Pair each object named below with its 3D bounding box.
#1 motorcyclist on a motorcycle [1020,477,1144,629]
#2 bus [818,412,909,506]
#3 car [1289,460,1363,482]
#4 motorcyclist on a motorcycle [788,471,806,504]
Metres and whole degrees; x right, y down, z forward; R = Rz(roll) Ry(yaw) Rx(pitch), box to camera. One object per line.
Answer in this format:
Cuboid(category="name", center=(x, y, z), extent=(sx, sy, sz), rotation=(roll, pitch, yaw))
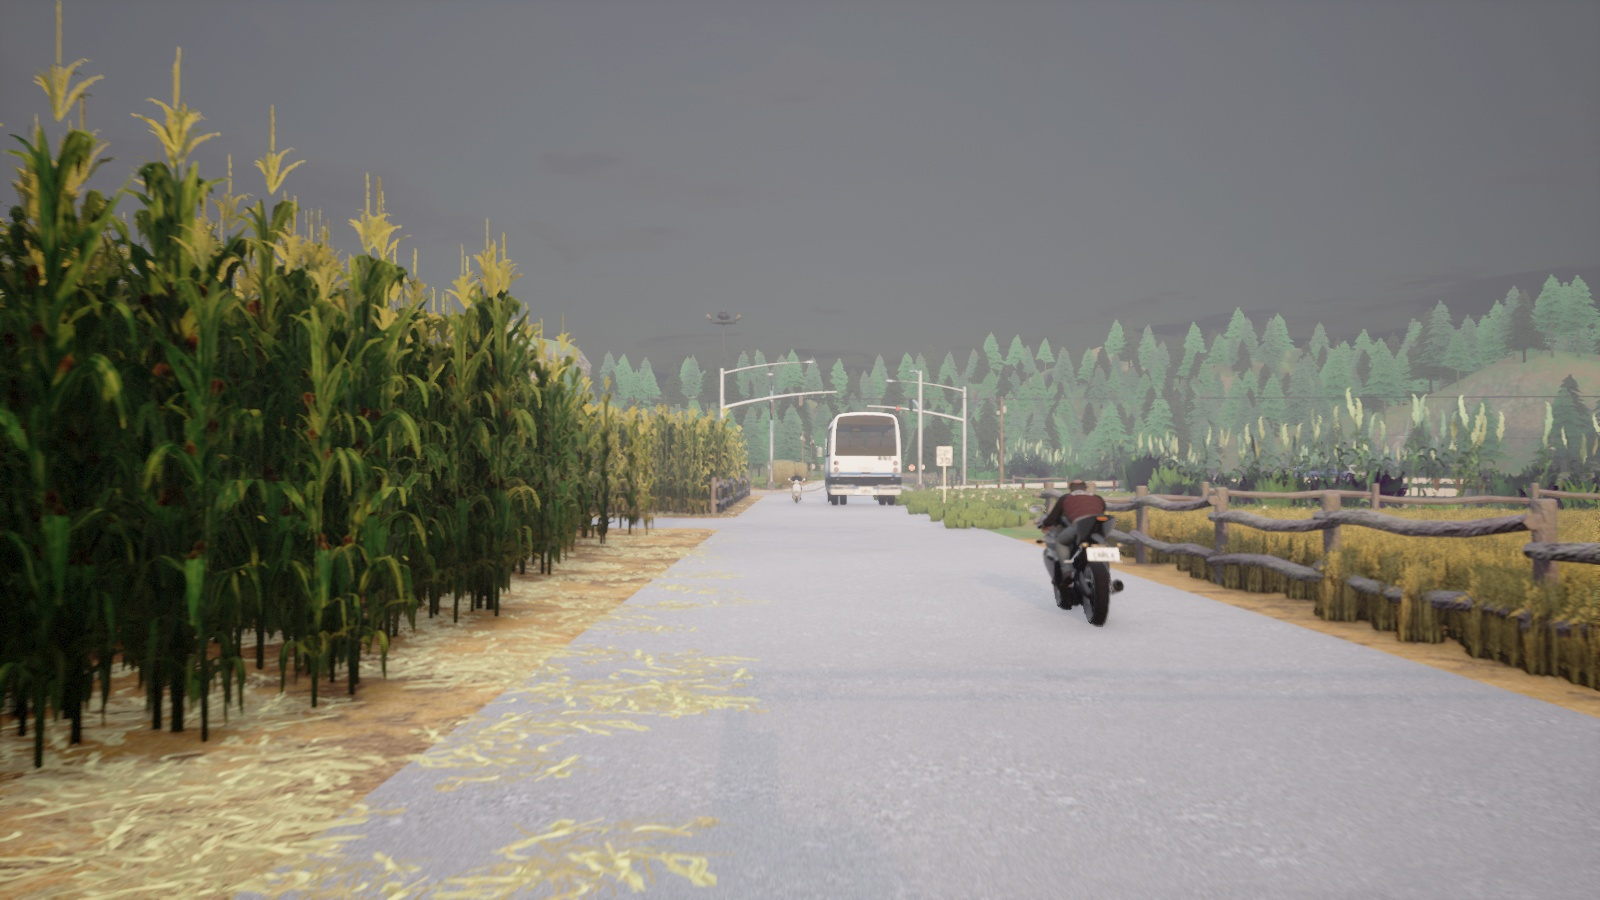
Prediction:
Cuboid(category="motorcyclist on a motorcycle", center=(3.067, 1.075, 13.888), extent=(0.866, 1.530, 2.191), rotation=(0, -1, 0))
Cuboid(category="bus", center=(2.945, 0.485, 61.888), extent=(3.944, 4.253, 10.273), rotation=(0, -1, 0))
Cuboid(category="car", center=(34.761, 1.390, 83.110), extent=(4.193, 1.474, 1.816), rotation=(0, -1, 7))
Cuboid(category="motorcyclist on a motorcycle", center=(-0.150, 1.831, 62.134), extent=(0.866, 1.590, 1.817), rotation=(0, -1, 0))
